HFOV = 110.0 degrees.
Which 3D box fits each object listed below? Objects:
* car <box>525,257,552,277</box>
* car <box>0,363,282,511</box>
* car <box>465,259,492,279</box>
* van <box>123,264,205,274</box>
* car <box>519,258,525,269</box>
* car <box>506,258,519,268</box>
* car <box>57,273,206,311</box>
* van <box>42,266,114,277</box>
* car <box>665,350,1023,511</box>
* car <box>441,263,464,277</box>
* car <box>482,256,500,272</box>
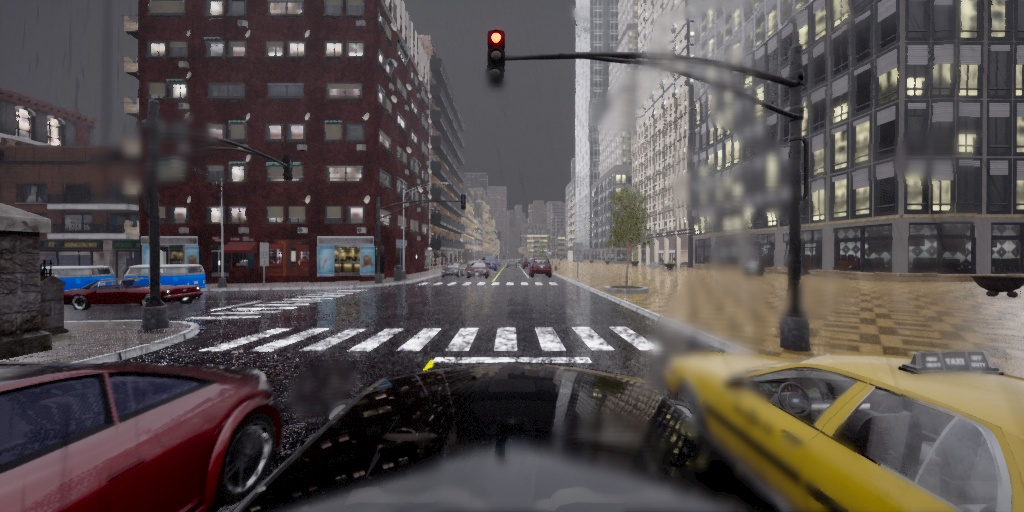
[{"bbox_3d":[2.698,1.074,34.707,2.192,1.841,5.009,0,0,0],"label":"car"},{"bbox_3d":[-3.101,1.314,1.572,1.994,1.385,4.181,0,0,0],"label":"car"},{"bbox_3d":[-3.096,1.284,33.200,1.812,1.442,4.674,0,0,-2],"label":"car"},{"bbox_3d":[-20.762,1.391,21.473,3.998,1.789,1.690,0,0,-1],"label":"van"},{"bbox_3d":[2.705,1.099,56.812,2.192,1.841,5.009,0,0,0],"label":"car"},{"bbox_3d":[0.016,1.286,63.484,2.128,1.511,4.902,0,0,0],"label":"car"},{"bbox_3d":[-16.544,1.603,15.719,4.718,1.301,1.895,-1,0,-1],"label":"car"},{"bbox_3d":[-26.300,1.481,21.424,3.998,1.789,1.690,0,0,-1],"label":"van"},{"bbox_3d":[2.689,1.275,2.465,1.751,1.417,4.829,0,0,0],"label":"car"},{"bbox_3d":[-5.681,1.310,34.709,2.007,1.370,4.403,0,0,0],"label":"car"},{"bbox_3d":[-3.083,0.990,48.109,2.150,2.045,5.566,0,0,0],"label":"car"}]
